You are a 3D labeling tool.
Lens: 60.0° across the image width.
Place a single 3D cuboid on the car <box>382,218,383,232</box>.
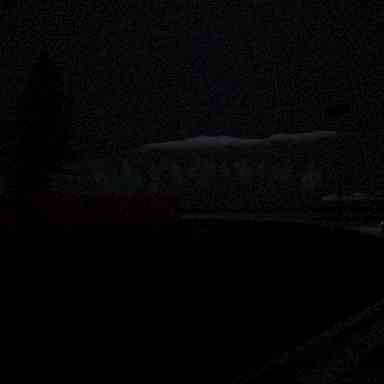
[{"bbox_3d":[13.343,1.828,20.074,1.882,1.535,5.008,0,-1,6],"label":"car"}]
